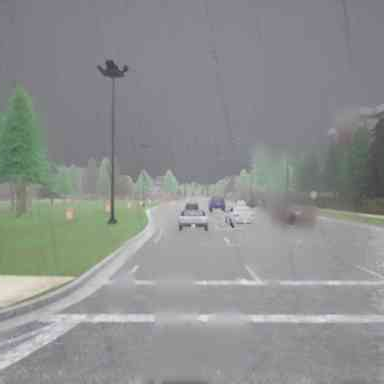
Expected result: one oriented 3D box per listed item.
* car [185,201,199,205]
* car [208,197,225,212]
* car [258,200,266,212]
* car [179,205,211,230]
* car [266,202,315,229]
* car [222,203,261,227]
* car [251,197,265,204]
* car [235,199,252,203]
[{"bbox_3d":[0.025,1.963,47.514,1.882,1.535,5.008,0,0,1],"label":"car"},{"bbox_3d":[3.517,1.703,46.908,2.150,2.045,5.566,0,0,0],"label":"car"},{"bbox_3d":[10.488,2.049,43.852,1.895,1.301,4.718,0,-1,0],"label":"car"},{"bbox_3d":[0.091,1.836,22.987,1.895,1.301,4.718,0,-1,0],"label":"car"},{"bbox_3d":[7.093,1.598,23.982,2.097,1.767,4.553,0,-1,0],"label":"car"},{"bbox_3d":[3.580,1.779,24.712,1.812,1.442,4.674,0,-1,0],"label":"car"},{"bbox_3d":[10.485,1.772,53.856,2.150,2.045,5.566,0,-1,0],"label":"car"},{"bbox_3d":[7.031,2.020,48.396,1.812,1.442,4.674,0,0,1],"label":"car"}]
